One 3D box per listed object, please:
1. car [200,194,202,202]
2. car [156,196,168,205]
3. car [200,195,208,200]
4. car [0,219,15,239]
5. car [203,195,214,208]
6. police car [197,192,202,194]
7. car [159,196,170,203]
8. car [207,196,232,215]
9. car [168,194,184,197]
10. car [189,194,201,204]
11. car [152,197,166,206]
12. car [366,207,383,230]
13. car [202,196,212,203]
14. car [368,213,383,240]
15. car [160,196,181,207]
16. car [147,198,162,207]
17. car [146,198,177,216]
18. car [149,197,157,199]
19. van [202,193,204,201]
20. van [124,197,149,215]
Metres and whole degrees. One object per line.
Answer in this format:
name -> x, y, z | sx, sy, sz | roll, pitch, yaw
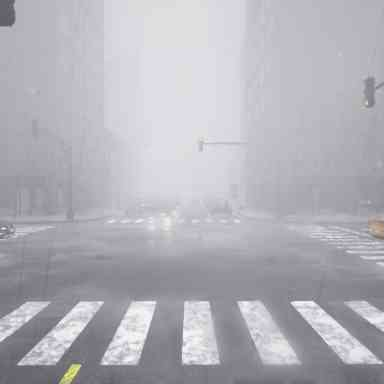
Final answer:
car -> 2.989, 1.524, 61.863 | 1.752, 1.417, 4.829 | 0, 0, 0
car -> -5.538, 1.524, 61.561 | 1.752, 1.417, 4.829 | 0, 0, 0
car -> 3.138, 1.553, 90.040 | 1.947, 1.339, 4.313 | 0, 0, 0
car -> -10.409, 1.490, 14.457 | 4.892, 1.490, 1.837 | 0, 1, -10
car -> 2.899, 1.441, 44.686 | 1.967, 1.590, 4.097 | 0, 0, 0
police car -> 2.781, 1.417, 79.454 | 1.930, 1.638, 5.238 | 0, 0, 0
car -> -5.507, 1.563, 67.400 | 1.947, 1.339, 4.313 | 0, 0, 0
car -> 2.839, 1.440, 33.348 | 1.967, 1.590, 4.097 | 0, 0, 0
car -> -2.811, 1.547, 53.837 | 2.033, 1.411, 5.357 | 0, 0, 1
car -> 0.439, 1.545, 63.294 | 2.033, 1.411, 5.357 | 0, 0, 0
car -> -5.567, 1.566, 56.063 | 1.947, 1.339, 4.313 | 0, 0, 0
car -> 13.642, 1.614, 20.676 | 4.718, 1.301, 1.895 | 0, 0, 0
car -> 3.019, 1.548, 67.363 | 2.008, 1.369, 4.403 | 0, 0, 0
car -> 10.251, 1.494, 13.965 | 5.008, 1.535, 1.882 | 0, 0, 0
car -> -2.875, 1.601, 43.147 | 1.895, 1.301, 4.718 | 0, 0, 1
car -> -5.597, 1.582, 50.395 | 1.802, 1.307, 4.206 | 0, 0, 0
car -> -2.929, 1.601, 33.164 | 1.895, 1.301, 4.718 | 0, 0, 3
car -> -5.657, 1.441, 39.059 | 1.967, 1.590, 4.097 | 0, 0, 0
van -> 2.958, 1.341, 56.024 | 1.690, 1.788, 3.998 | 0, 0, 0
van -> -5.687, 1.341, 33.390 | 1.690, 1.788, 3.998 | 0, 0, 0
